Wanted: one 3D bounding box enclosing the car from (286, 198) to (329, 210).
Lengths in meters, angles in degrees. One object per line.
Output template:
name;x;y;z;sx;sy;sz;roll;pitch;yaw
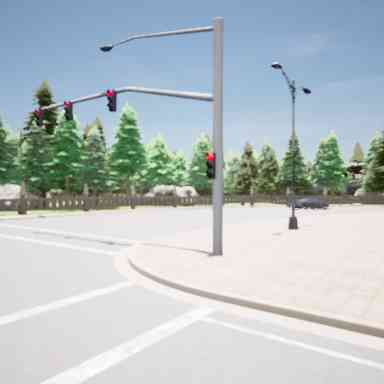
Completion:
car;14.309;1.454;41.130;5.357;1.411;2.033;0;0;-19
